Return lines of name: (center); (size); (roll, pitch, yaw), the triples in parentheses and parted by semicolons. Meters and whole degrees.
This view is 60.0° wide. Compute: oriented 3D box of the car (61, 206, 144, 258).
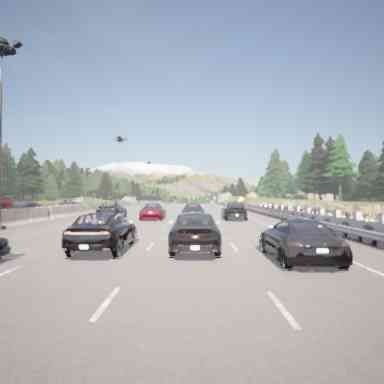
car: (-3.400, 1.530, 12.888); (2.128, 1.511, 4.902); (0, 0, 0)

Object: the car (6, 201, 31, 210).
car: (-21.092, 1.817, 41.938); (2.033, 1.411, 5.357); (0, -1, 0)

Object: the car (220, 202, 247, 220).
car: (3.600, 1.615, 28.918); (1.837, 1.490, 4.892); (0, -1, 0)

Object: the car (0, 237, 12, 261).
car: (-6.899, 1.573, 8.565); (2.033, 1.411, 5.357); (0, 0, 0)

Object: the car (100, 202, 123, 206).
car: (-6.901, 1.600, 28.786); (2.128, 1.511, 4.902); (0, -1, 0)

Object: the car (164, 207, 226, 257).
car: (0.100, 1.544, 13.072); (1.837, 1.490, 4.892); (0, 0, 0)

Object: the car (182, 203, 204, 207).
car: (0.099, 1.679, 29.486); (1.994, 1.385, 4.181); (0, -1, 0)

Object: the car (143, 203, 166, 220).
car: (-3.401, 1.677, 29.208); (1.994, 1.385, 4.181); (0, -1, 0)

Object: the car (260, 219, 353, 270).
car: (3.600, 1.597, 11.178); (1.994, 1.385, 4.181); (0, 0, 0)
